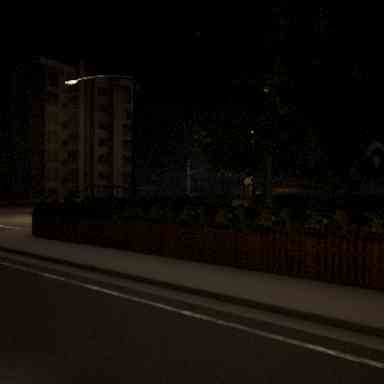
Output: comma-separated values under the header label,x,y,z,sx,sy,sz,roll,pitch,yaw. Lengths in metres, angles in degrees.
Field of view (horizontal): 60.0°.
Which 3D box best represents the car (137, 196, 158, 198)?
label,x,y,z,sx,sy,sz,roll,pitch,yaw
car,-4.309,1.172,35.585,2.097,1.767,4.553,1,0,36
